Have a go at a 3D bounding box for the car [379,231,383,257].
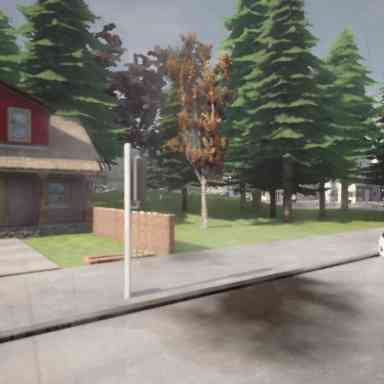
[{"bbox_3d":[8.133,1.222,10.370,5.566,2.045,2.150,0,0,-35],"label":"car"}]
